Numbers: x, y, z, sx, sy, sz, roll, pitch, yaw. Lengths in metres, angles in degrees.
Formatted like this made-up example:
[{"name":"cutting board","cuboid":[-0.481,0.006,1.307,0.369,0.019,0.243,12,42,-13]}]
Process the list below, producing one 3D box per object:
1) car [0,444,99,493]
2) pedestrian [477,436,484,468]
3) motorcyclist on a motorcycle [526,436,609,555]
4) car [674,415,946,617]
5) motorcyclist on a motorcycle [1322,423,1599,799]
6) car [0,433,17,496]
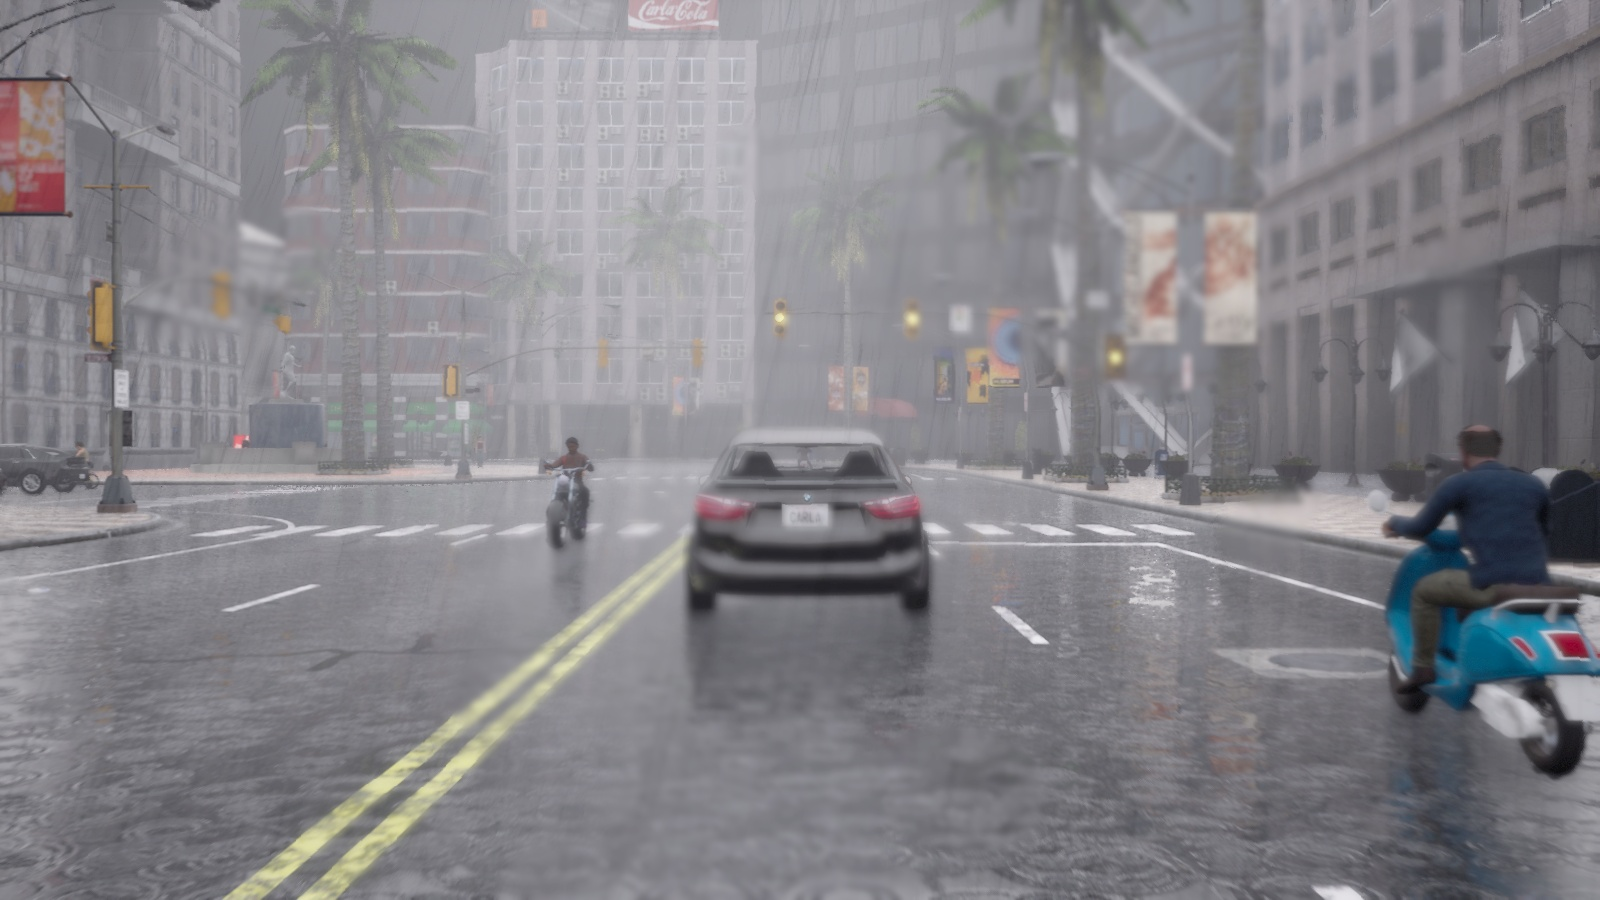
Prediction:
[{"name":"car","cuboid":[-24.910,0.574,39.287,4.892,1.490,1.837,-1,0,0]},{"name":"pedestrian","cuboid":[-18.134,0.107,71.338,0.345,1.836,0.594,0,0,-8]},{"name":"motorcyclist on a motorcycle","cuboid":[-3.393,0.621,18.540,0.766,1.649,2.350,0,0,0]},{"name":"car","cuboid":[0.085,0.541,12.682,2.242,1.667,4.611,0,0,0]},{"name":"motorcyclist on a motorcycle","cuboid":[3.398,0.678,6.225,0.866,1.590,1.817,0,0,0]},{"name":"car","cuboid":[-23.382,0.379,32.375,5.027,1.651,2.152,0,0,0]}]
